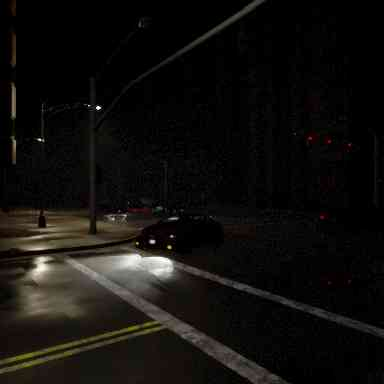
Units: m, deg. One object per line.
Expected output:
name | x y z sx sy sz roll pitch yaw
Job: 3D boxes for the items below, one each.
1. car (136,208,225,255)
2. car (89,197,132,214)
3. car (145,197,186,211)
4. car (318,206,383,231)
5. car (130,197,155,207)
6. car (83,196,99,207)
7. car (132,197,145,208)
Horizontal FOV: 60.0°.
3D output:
car | -0.330 1.564 13.431 1.994 1.385 4.181 0 0 32
car | -8.760 1.547 35.247 2.033 1.411 5.357 0 0 -36
car | -2.354 1.504 32.401 1.837 1.490 4.892 0 0 -36
car | 10.291 1.548 19.601 5.357 1.411 2.033 0 0 21
car | -7.830 1.526 52.079 1.812 1.442 4.674 0 0 -37
car | -14.476 1.349 49.166 2.097 1.767 4.553 0 0 -36
car | -8.527 1.526 47.086 1.812 1.442 4.674 0 0 -36
